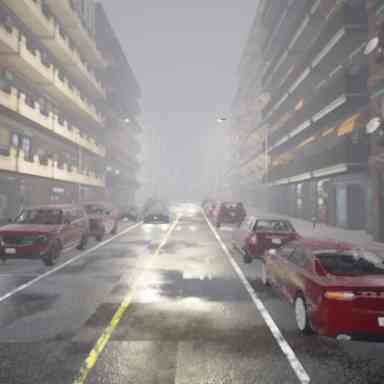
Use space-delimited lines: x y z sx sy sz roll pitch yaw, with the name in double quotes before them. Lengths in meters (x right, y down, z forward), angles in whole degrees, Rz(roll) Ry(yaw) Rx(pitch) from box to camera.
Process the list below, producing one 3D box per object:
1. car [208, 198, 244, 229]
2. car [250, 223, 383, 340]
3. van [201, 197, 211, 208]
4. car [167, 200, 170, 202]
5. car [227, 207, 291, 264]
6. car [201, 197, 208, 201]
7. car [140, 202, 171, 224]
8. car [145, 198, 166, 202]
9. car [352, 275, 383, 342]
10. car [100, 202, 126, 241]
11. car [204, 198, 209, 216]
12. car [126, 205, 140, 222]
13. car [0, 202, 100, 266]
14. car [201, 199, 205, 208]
"car" 2.558 1.511 23.228 2.192 1.841 5.009 1 -1 0
"car" 2.585 1.599 6.633 1.887 1.381 4.507 1 0 0
"van" 2.561 1.929 61.946 1.690 1.788 3.998 1 -1 0
"car" -5.290 2.235 67.530 1.802 1.307 4.206 1 -1 0
"car" 2.596 1.541 12.166 1.967 1.590 4.097 1 0 0
"car" 2.561 1.841 56.415 2.192 1.841 5.009 1 -1 0
"car" -2.746 1.796 27.133 1.994 1.385 4.181 0 -1 0
"car" -5.286 1.724 45.409 2.192 1.841 5.009 1 -1 0
"car" 2.584 1.555 1.103 1.887 1.381 4.507 1 0 0
"car" -5.288 1.464 17.758 2.192 1.841 5.009 1 0 0
"car" 2.556 1.738 34.290 1.967 1.590 4.097 1 -1 0
"car" -5.293 1.813 28.818 1.947 1.339 4.313 1 -1 0
"car" -5.289 1.417 12.228 2.192 1.841 5.009 1 0 0
"car" 2.555 1.990 45.351 1.802 1.307 4.206 1 -1 0
